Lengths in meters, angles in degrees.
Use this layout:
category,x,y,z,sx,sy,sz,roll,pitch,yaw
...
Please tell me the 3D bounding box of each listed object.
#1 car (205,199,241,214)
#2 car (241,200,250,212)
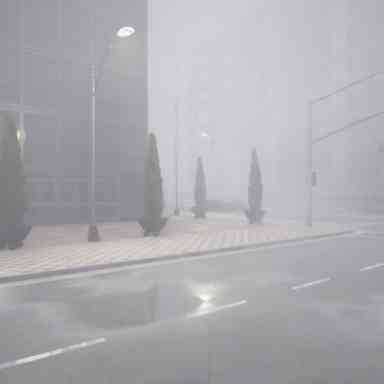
category,x,y,z,sx,sy,sz,roll,pitch,yaw
car,2.715,1.539,36.838,1.837,1.490,4.892,0,0,-36
car,5.660,1.595,38.740,1.994,1.385,4.181,0,0,-36
